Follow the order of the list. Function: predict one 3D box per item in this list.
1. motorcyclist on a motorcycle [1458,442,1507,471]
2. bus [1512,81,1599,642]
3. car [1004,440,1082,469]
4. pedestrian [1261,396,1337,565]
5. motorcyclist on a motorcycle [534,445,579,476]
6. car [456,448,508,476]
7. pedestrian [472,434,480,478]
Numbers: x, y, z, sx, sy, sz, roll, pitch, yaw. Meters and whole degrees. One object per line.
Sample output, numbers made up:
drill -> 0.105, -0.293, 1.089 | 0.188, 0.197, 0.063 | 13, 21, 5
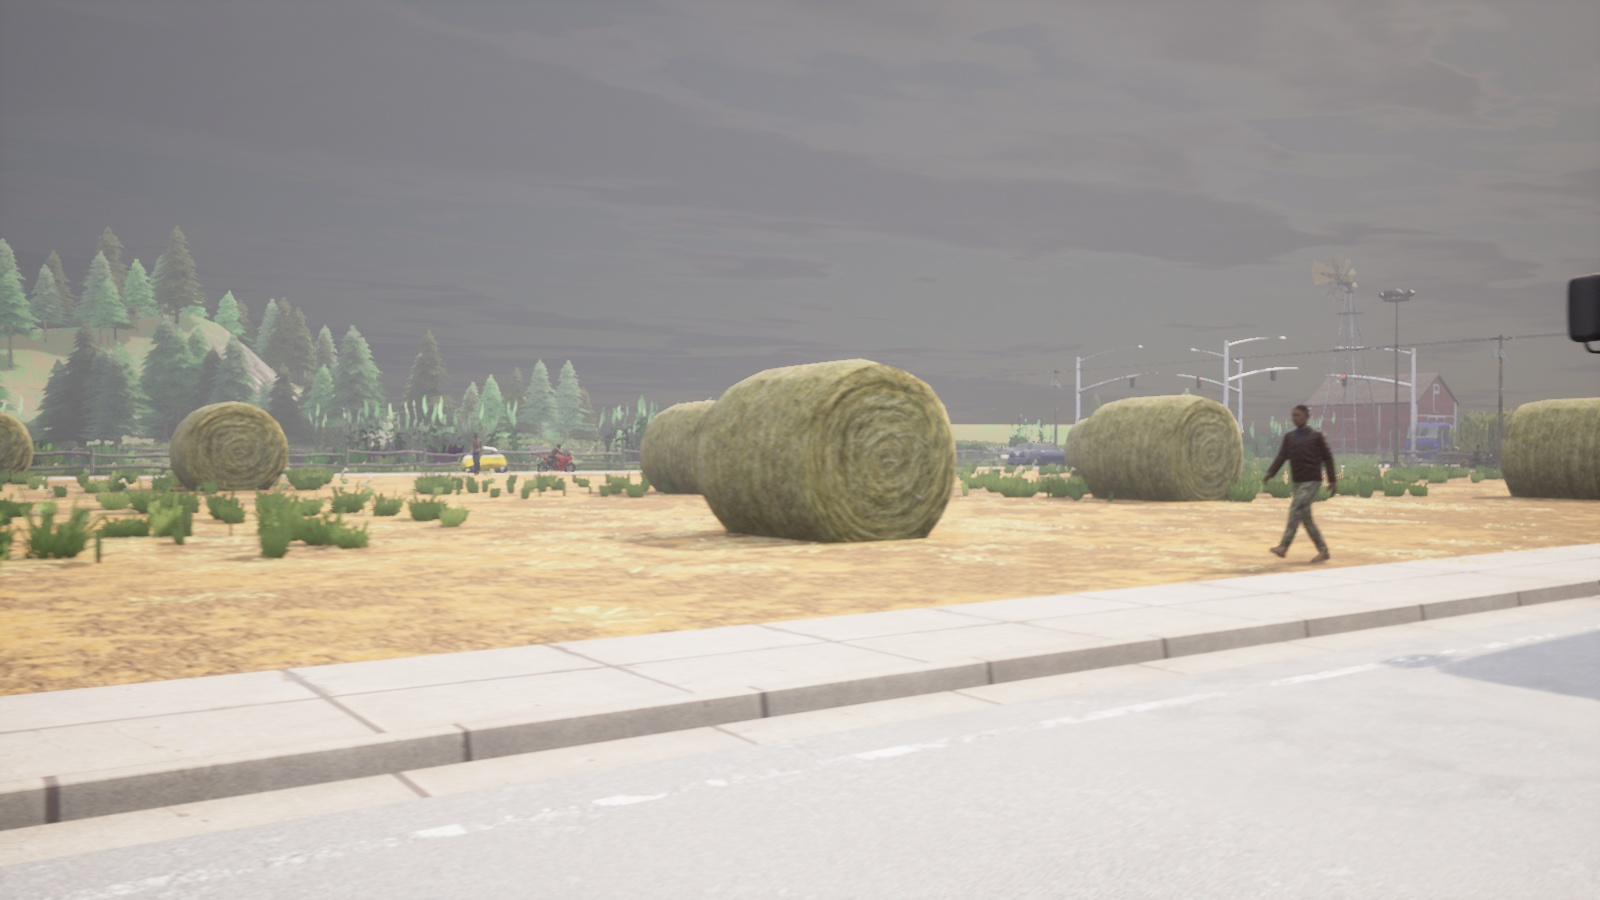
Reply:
motorcyclist on a motorcycle -> 38.940, 0.354, 71.702 | 0.766, 1.649, 2.350 | 0, 0, -34
bus -> 11.053, -0.714, 11.369 | 10.273, 4.253, 3.944 | -1, 0, -35
car -> 15.294, 0.264, 78.904 | 4.553, 1.767, 2.097 | 0, 0, -31
pedestrian -> 5.581, 0.329, 14.043 | 0.703, 1.840, 0.431 | 0, 0, -27
motorcyclist on a motorcycle -> -12.089, 0.523, 62.397 | 2.044, 1.523, 0.797 | 0, 0, -31
car -> -16.201, 0.601, 64.005 | 2.207, 1.376, 1.481 | 0, 0, -31
pedestrian -> -13.529, 0.236, 52.421 | 0.328, 1.805, 0.869 | 0, 0, -15
